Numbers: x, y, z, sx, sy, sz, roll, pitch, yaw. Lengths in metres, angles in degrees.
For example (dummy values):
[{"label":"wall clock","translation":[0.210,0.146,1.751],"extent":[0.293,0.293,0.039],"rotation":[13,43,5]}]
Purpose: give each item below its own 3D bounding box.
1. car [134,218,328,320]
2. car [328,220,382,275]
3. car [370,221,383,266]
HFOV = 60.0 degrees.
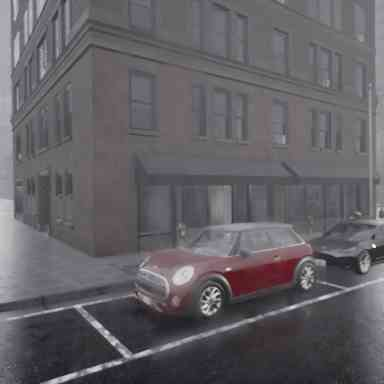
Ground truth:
[{"label":"car","translation":[0.799,1.437,7.213],"extent":[4.097,1.590,1.967],"rotation":[0,-1,-35]},{"label":"car","translation":[5.292,1.560,10.395],"extent":[4.313,1.339,1.947],"rotation":[0,-1,-35]},{"label":"car","translation":[6.483,1.472,7.840],"extent":[5.008,1.535,1.882],"rotation":[0,0,-35]}]
